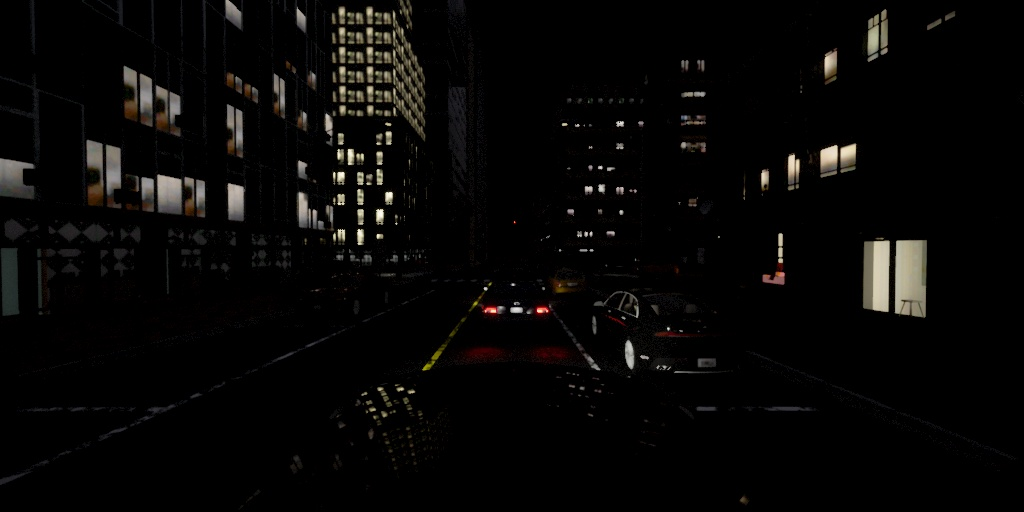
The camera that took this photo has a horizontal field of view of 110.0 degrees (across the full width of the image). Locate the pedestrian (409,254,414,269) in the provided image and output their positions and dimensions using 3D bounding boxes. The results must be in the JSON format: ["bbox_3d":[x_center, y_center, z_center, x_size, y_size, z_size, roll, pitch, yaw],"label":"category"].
[{"bbox_3d":[-12.628,0.661,45.066,0.375,1.860,0.375,0,0,1],"label":"pedestrian"}]

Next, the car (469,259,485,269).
[{"bbox_3d":[-5.791,1.252,56.392,1.751,1.417,4.829,0,0,0],"label":"car"}]

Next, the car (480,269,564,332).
[{"bbox_3d":[0.085,1.293,10.770,2.033,1.411,5.357,0,0,0],"label":"car"}]

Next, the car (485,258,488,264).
[{"bbox_3d":[-5.802,1.291,62.216,1.948,1.339,4.313,0,0,0],"label":"car"}]

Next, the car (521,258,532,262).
[{"bbox_3d":[2.579,1.275,62.231,2.007,1.370,4.403,0,0,0],"label":"car"}]

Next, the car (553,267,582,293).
[{"bbox_3d":[2.787,1.267,18.792,1.751,1.417,4.829,0,0,0],"label":"car"}]

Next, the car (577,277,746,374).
[{"bbox_3d":[2.807,1.298,7.333,2.007,1.370,4.403,0,0,0],"label":"car"}]

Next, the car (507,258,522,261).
[{"bbox_3d":[-0.093,1.330,48.969,1.895,1.301,4.718,0,0,-3],"label":"car"}]

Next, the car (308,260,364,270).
[{"bbox_3d":[-17.646,1.101,36.402,5.008,1.535,1.882,0,1,-1],"label":"car"}]

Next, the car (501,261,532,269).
[{"bbox_3d":[0.057,1.245,21.193,1.837,1.490,4.892,0,0,0],"label":"car"}]

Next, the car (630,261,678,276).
[{"bbox_3d":[15.489,1.329,39.195,5.008,1.535,1.882,0,1,1],"label":"car"}]

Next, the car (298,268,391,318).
[{"bbox_3d":[-5.843,1.289,13.020,1.888,1.381,4.507,0,0,0],"label":"car"}]

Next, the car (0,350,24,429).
[{"bbox_3d":[-5.796,1.300,1.730,2.007,1.370,4.403,0,0,0],"label":"car"}]
